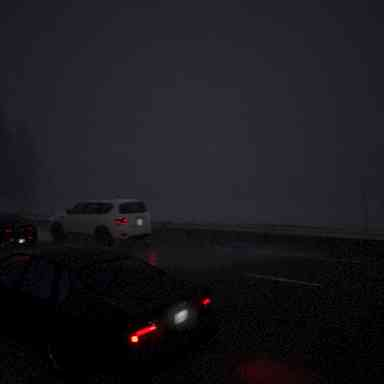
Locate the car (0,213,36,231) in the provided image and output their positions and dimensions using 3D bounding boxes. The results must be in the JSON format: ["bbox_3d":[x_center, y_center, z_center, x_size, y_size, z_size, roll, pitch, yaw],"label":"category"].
[{"bbox_3d":[-8.681,1.673,14.487,4.892,1.490,1.837,0,0,36],"label":"car"}]

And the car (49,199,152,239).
[{"bbox_3d":[-4.405,1.360,15.736,5.566,2.045,2.150,-1,0,36],"label":"car"}]

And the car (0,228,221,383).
[{"bbox_3d":[-2.172,1.600,5.538,5.357,1.411,2.033,-1,0,36],"label":"car"}]
